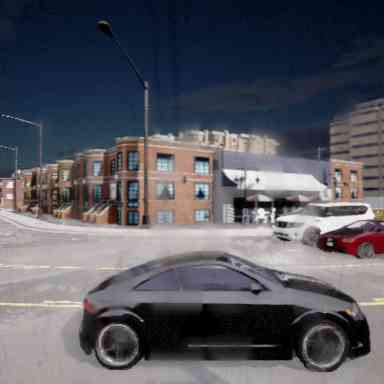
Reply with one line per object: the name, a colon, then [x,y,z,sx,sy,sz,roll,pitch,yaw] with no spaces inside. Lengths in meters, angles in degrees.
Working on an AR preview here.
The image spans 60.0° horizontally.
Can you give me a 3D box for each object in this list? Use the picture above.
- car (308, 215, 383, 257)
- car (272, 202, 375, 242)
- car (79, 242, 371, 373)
car: [7.210,1.824,13.455,4.181,1.385,1.994,0,-1,-18]
car: [6.849,1.557,17.036,5.566,2.045,2.150,0,-1,-21]
car: [0.437,1.677,5.277,4.181,1.385,1.994,0,-1,0]
